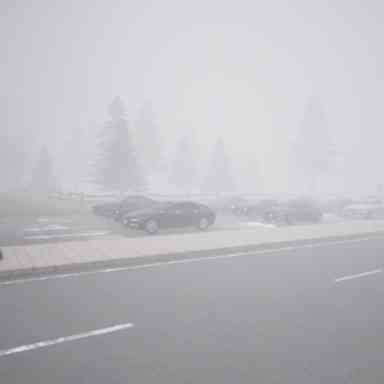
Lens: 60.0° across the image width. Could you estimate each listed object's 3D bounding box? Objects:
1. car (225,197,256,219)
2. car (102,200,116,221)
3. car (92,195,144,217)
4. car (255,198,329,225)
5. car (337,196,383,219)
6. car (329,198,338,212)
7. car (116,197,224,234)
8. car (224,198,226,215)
[{"bbox_3d":[5.149,1.230,24.792,4.718,1.301,1.895,0,1,-32],"label":"car"},{"bbox_3d":[-2.646,1.191,19.967,4.718,1.301,1.895,0,1,-32],"label":"car"},{"bbox_3d":[-4.315,0.985,23.047,5.008,1.535,1.882,0,1,-32],"label":"car"},{"bbox_3d":[6.519,1.274,21.529,4.181,1.385,1.994,0,1,-32],"label":"car"},{"bbox_3d":[13.851,1.273,26.054,4.674,1.442,1.812,0,1,-32],"label":"car"},{"bbox_3d":[13.407,1.235,29.890,4.181,1.385,1.994,0,1,-32],"label":"car"},{"bbox_3d":[-1.058,1.176,16.833,4.892,1.490,1.837,0,1,-32],"label":"car"},{"bbox_3d":[3.315,1.110,27.777,4.181,1.385,1.994,0,1,-32],"label":"car"}]
